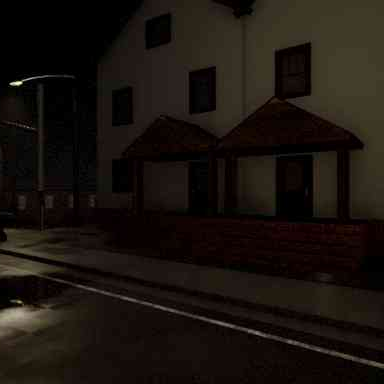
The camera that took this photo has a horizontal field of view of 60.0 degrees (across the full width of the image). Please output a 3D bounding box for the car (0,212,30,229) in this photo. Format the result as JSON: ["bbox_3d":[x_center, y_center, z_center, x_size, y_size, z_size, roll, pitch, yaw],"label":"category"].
[{"bbox_3d":[-16.125,2.301,27.511,1.895,1.301,4.718,0,-9,36],"label":"car"}]
